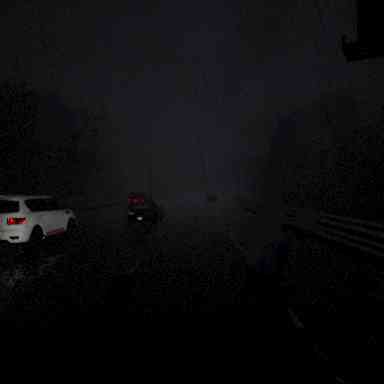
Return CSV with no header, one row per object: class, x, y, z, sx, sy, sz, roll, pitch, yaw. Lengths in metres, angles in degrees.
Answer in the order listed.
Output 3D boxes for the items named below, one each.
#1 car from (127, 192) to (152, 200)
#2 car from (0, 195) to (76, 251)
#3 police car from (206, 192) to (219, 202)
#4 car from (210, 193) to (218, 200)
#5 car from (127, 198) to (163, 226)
car,-5.895,0.995,38.216,2.150,2.045,5.566,0,0,3
car,-6.744,1.131,13.847,2.150,2.045,5.566,0,0,1
police car,3.759,1.078,63.600,1.930,1.638,5.238,0,0,5
car,5.225,1.091,79.221,1.837,1.490,4.892,0,0,6
car,-3.035,1.389,22.112,1.812,1.442,4.674,0,0,2
